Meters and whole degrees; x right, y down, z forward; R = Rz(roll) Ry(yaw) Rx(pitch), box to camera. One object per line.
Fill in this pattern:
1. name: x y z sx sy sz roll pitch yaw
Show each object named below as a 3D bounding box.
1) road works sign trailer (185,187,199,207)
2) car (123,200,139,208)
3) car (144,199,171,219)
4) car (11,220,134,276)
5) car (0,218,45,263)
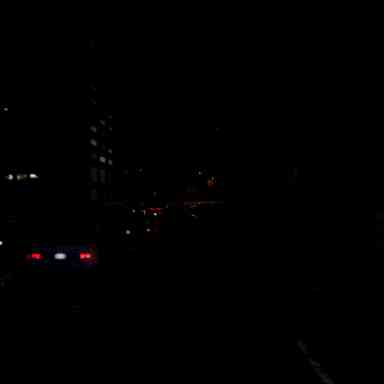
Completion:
1. road works sign trailer: -0.003 0.773 58.042 2.380 3.560 2.880 0 0 0
2. car: -9.815 1.885 53.830 1.895 1.301 4.718 0 0 0
3. car: -3.151 1.661 30.958 1.837 1.490 4.892 0 0 0
4. car: -3.150 1.599 10.458 2.033 1.411 5.357 0 0 0
5. car: -6.601 1.661 12.361 1.895 1.301 4.718 0 0 0
